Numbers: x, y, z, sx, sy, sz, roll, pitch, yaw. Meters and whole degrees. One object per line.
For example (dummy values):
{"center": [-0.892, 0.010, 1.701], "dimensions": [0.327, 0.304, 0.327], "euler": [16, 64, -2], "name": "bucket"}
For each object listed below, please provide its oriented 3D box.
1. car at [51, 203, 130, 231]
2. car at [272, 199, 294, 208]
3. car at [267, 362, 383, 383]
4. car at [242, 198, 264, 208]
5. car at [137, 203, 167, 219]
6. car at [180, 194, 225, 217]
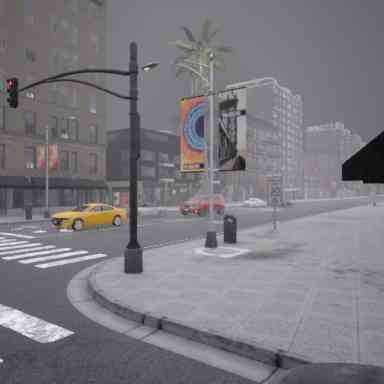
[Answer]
{"center": [-6.491, 1.495, 21.325], "dimensions": [1.882, 1.535, 5.008], "euler": [0, 0, 35], "name": "car"}
{"center": [13.497, 1.691, 49.523], "dimensions": [1.895, 1.301, 4.718], "euler": [0, 0, 35], "name": "car"}
{"center": [2.206, 1.551, 1.274], "dimensions": [4.403, 1.369, 2.008], "euler": [0, 0, 35], "name": "car"}
{"center": [9.014, 1.603, 48.864], "dimensions": [1.812, 1.442, 4.674], "euler": [0, 0, 36], "name": "car"}
{"center": [-4.376, 1.628, 29.980], "dimensions": [1.895, 1.301, 4.718], "euler": [0, 0, 35], "name": "car"}
{"center": [1.115, 1.263, 32.120], "dimensions": [2.150, 2.045, 5.566], "euler": [0, 0, 35], "name": "car"}
